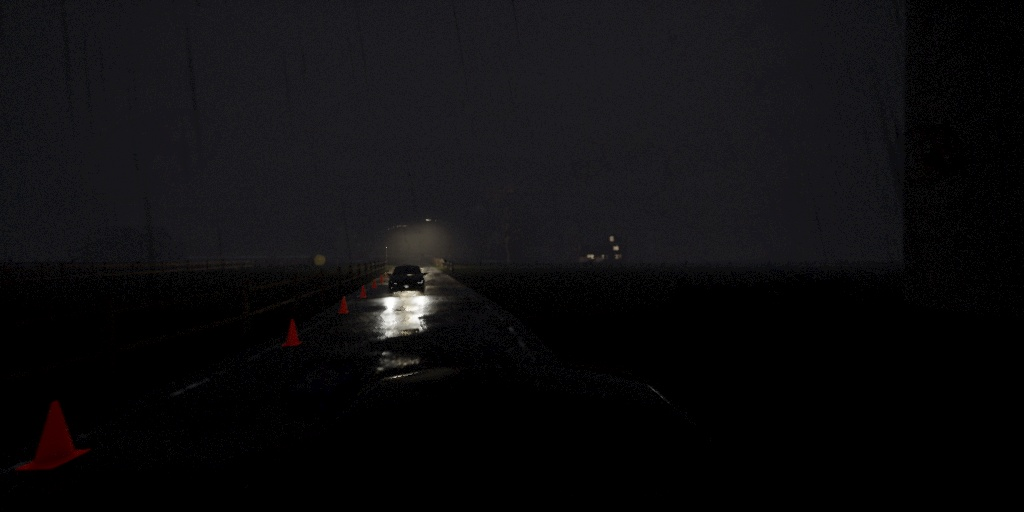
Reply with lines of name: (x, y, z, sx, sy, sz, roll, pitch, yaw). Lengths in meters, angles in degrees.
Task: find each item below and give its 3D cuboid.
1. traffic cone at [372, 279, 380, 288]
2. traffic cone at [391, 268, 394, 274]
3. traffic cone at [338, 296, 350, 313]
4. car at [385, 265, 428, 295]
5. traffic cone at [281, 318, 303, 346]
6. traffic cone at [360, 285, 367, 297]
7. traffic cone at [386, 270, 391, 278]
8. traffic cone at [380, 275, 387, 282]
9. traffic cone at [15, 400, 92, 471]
traffic cone: (-8.664, 1.731, 22.588, 0.340, 0.580, 0.340, 0, 0, -15)
traffic cone: (-12.564, 1.700, 37.073, 0.340, 0.580, 0.340, 0, 0, -15)
traffic cone: (-6.067, 1.744, 12.936, 0.340, 0.580, 0.340, 0, 0, -15)
car: (-5.841, 1.264, 20.051, 1.837, 1.490, 4.892, -1, 0, -15)
traffic cone: (-5.073, 1.742, 8.290, 0.340, 0.580, 0.340, 0, 0, -9)
traffic cone: (-7.365, 1.738, 17.759, 0.340, 0.580, 0.340, 0, 0, -15)
traffic cone: (-11.264, 1.710, 32.245, 0.340, 0.580, 0.340, 0, 0, -15)
traffic cone: (-9.963, 1.721, 27.417, 0.340, 0.580, 0.340, 0, 0, -15)
traffic cone: (-4.544, 1.739, 3.568, 0.340, 0.580, 0.340, 0, 0, -4)
